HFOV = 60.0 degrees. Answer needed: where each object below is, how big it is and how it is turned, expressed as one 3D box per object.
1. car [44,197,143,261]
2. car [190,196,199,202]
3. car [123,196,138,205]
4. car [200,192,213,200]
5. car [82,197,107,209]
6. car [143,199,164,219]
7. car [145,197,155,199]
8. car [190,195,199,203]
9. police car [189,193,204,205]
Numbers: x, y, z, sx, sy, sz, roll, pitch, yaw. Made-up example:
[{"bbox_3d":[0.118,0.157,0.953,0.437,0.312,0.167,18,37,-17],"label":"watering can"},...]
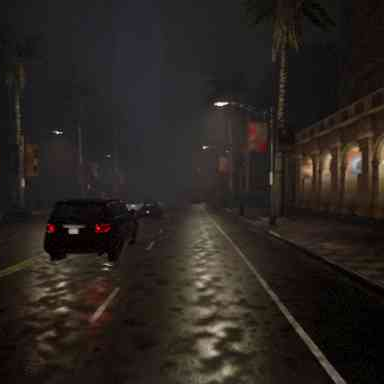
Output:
[{"bbox_3d":[-3.451,1.231,12.401,2.150,2.045,5.566,0,0,0],"label":"car"},{"bbox_3d":[0.492,1.570,75.300,1.812,1.442,4.674,0,0,3],"label":"car"},{"bbox_3d":[-11.004,1.561,59.728,1.812,1.442,4.674,0,0,0],"label":"car"},{"bbox_3d":[3.695,1.093,90.247,2.150,2.045,5.566,0,0,32],"label":"car"},{"bbox_3d":[-13.924,1.510,47.923,2.231,1.521,4.892,0,0,-1],"label":"car"},{"bbox_3d":[-3.582,1.582,28.882,1.994,1.385,4.181,0,0,0],"label":"car"},{"bbox_3d":[-7.509,1.599,59.802,1.994,1.385,4.181,0,0,0],"label":"car"},{"bbox_3d":[0.478,1.519,69.724,1.882,1.535,5.008,0,0,-1],"label":"car"},{"bbox_3d":[0.585,1.460,59.835,1.930,1.638,5.238,0,0,-1],"label":"police car"}]
